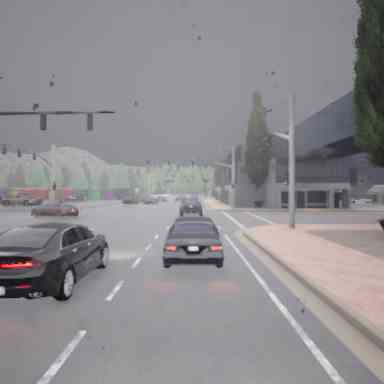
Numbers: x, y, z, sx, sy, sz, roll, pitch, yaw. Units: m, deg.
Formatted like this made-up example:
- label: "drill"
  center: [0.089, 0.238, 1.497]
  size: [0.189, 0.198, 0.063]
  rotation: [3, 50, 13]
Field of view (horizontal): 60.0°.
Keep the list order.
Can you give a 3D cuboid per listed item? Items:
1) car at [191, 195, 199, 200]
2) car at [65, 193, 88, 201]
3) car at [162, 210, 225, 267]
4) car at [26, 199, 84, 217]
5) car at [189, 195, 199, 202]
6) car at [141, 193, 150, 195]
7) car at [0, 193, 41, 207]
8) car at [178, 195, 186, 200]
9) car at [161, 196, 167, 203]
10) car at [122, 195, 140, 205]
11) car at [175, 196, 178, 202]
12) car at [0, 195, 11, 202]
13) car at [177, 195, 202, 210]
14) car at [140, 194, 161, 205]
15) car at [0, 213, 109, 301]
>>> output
- label: "car"
  center: [0.787, 1.475, 88.374]
  size: [1.994, 1.385, 4.181]
  rotation: [0, 0, 1]
- label: "car"
  center: [-24.998, 1.162, 70.735]
  size: [3.866, 1.878, 1.905]
  rotation: [0, 0, 0]
- label: "car"
  center: [0.057, 1.548, 11.332]
  size: [2.033, 1.411, 5.357]
  rotation: [0, 0, 1]
- label: "car"
  center: [-12.255, 1.566, 29.725]
  size: [4.181, 1.385, 1.994]
  rotation: [0, 0, 22]
- label: "car"
  center: [0.531, 1.527, 78.274]
  size: [2.128, 1.511, 4.902]
  rotation: [0, 0, 1]
- label: "car"
  center: [-10.120, 1.230, 72.488]
  size: [2.150, 2.045, 5.566]
  rotation: [0, 0, 1]
- label: "car"
  center: [-25.010, 1.158, 48.217]
  size: [4.605, 1.855, 1.932]
  rotation: [0, 0, 0]
- label: "car"
  center: [-2.712, 1.475, 88.462]
  size: [1.994, 1.385, 4.181]
  rotation: [0, 0, 1]
- label: "car"
  center: [-6.614, 1.529, 72.693]
  size: [2.128, 1.511, 4.902]
  rotation: [0, 0, 1]
- label: "car"
  center: [-10.562, 1.605, 57.031]
  size: [1.895, 1.301, 4.718]
  rotation: [0, 0, 2]
- label: "car"
  center: [-2.961, 1.554, 78.669]
  size: [1.994, 1.385, 4.181]
  rotation: [0, 0, 1]
- label: "car"
  center: [-42.454, 1.371, 73.607]
  size: [3.905, 1.438, 1.784]
  rotation: [0, 0, 0]
- label: "car"
  center: [-0.104, 1.354, 32.625]
  size: [2.097, 1.767, 4.553]
  rotation: [0, 0, 0]
- label: "car"
  center: [-7.057, 1.551, 57.180]
  size: [2.033, 1.411, 5.357]
  rotation: [0, 0, 2]
- label: "car"
  center: [-3.448, 1.506, 8.312]
  size: [1.837, 1.490, 4.892]
  rotation: [0, 0, 0]
